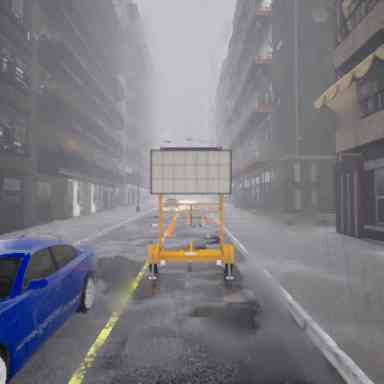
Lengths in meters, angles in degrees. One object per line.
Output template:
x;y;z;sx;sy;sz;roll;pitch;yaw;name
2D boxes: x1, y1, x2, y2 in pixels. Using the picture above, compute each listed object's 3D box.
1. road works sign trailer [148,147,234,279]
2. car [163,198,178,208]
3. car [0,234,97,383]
-0.029;0.470;10.000;2.380;3.560;2.880;0;0;0;road works sign trailer
-2.945;1.549;47.920;1.812;1.442;4.674;0;0;0;car
-2.860;1.480;4.825;1.882;1.535;5.008;0;0;0;car
